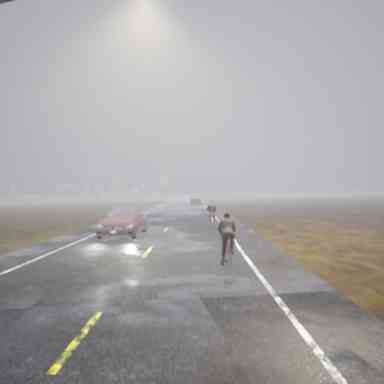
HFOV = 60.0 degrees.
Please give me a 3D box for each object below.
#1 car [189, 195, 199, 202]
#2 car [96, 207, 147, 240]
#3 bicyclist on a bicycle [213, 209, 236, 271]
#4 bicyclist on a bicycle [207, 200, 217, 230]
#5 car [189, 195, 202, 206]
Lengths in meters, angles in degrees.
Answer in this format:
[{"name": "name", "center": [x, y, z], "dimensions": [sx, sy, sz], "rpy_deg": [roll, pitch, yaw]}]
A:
[{"name": "car", "center": [0.469, 1.445, 73.691], "dimensions": [2.128, 1.511, 4.902], "rpy_deg": [0, 0, 0]}, {"name": "car", "center": [-3.427, 1.496, 16.949], "dimensions": [1.812, 1.442, 4.674], "rpy_deg": [0, 0, 1]}, {"name": "bicyclist on a bicycle", "center": [1.045, 1.436, 9.861], "dimensions": [0.582, 1.620, 1.656], "rpy_deg": [0, 0, 1]}, {"name": "bicyclist on a bicycle", "center": [1.177, 1.338, 19.742], "dimensions": [0.659, 1.776, 1.843], "rpy_deg": [0, 0, 1]}, {"name": "car", "center": [0.591, 1.400, 54.821], "dimensions": [1.882, 1.535, 5.008], "rpy_deg": [0, 0, 0]}]
